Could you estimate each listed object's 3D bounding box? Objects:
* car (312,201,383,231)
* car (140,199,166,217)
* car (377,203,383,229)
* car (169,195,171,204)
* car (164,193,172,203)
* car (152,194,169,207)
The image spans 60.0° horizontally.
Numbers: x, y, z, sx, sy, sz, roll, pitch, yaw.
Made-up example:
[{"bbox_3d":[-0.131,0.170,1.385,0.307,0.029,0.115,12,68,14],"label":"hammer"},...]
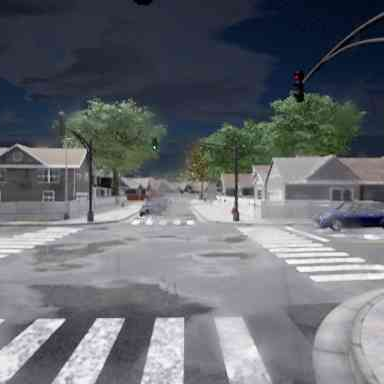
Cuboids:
[{"bbox_3d":[9.645,1.363,19.949,4.553,1.767,2.097,0,-1,-1],"label":"car"},{"bbox_3d":[-3.891,1.626,32.143,1.994,1.385,4.181,0,0,-3],"label":"car"},{"bbox_3d":[12.480,1.449,16.765,5.008,1.535,1.882,0,-1,-1],"label":"car"},{"bbox_3d":[-4.778,1.582,51.420,2.128,1.511,4.902,0,0,-3],"label":"car"},{"bbox_3d":[-5.265,1.314,66.987,2.150,2.045,5.566,0,0,0],"label":"car"},{"bbox_3d":[-4.306,1.428,41.091,2.097,1.767,4.553,0,0,-2],"label":"car"}]
